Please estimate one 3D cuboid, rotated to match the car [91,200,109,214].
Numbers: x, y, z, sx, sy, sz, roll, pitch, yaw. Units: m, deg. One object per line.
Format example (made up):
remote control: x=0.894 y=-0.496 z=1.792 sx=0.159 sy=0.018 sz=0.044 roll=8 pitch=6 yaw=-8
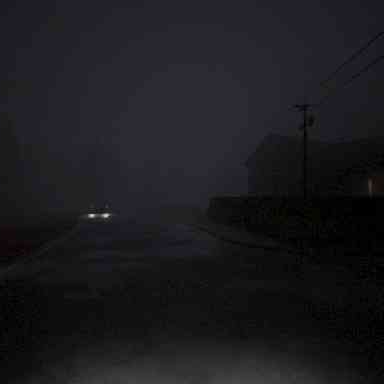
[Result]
car: x=-11.630 y=1.785 z=41.811 sx=2.097 sy=1.767 sz=4.553 roll=0 pitch=-1 yaw=-17
